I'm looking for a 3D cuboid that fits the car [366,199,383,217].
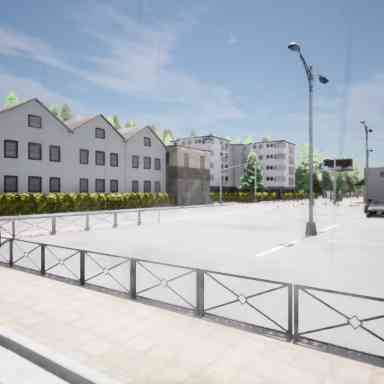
[{"bbox_3d":[15.364,1.298,26.852,2.007,1.523,4.514,0,0,35],"label":"car"}]
